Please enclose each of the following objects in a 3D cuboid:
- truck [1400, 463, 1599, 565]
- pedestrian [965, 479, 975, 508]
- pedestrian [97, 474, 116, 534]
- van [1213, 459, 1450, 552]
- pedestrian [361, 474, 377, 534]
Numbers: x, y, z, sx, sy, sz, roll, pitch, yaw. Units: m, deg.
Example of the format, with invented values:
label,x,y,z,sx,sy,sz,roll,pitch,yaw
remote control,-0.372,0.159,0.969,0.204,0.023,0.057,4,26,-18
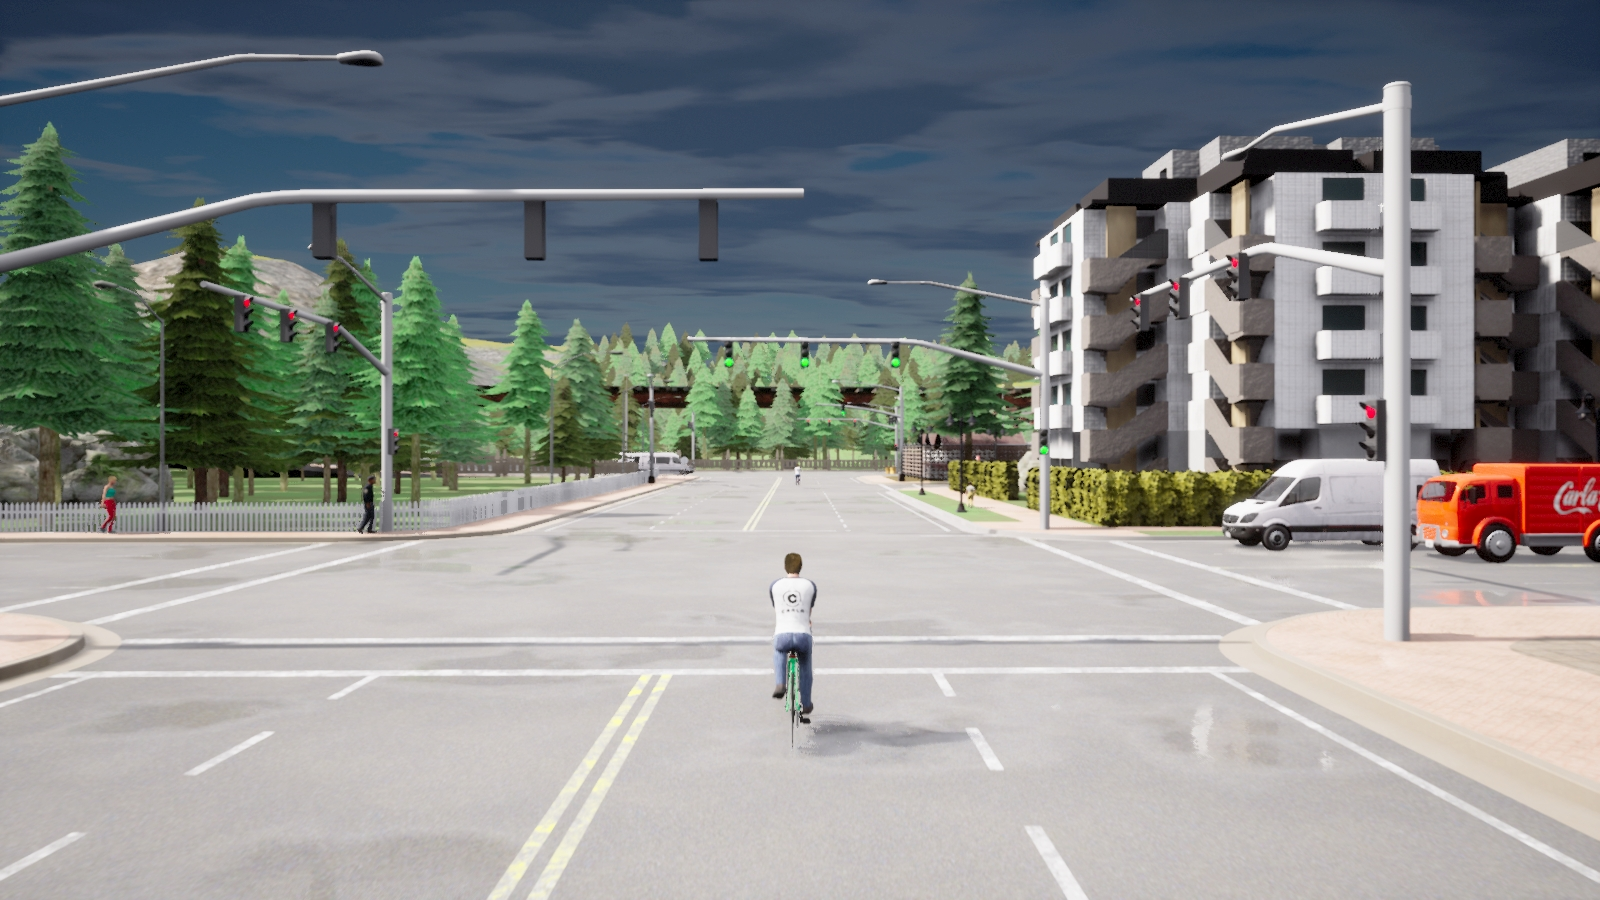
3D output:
label,x,y,z,sx,sy,sz,roll,pitch,yaw
truck,18.720,1.571,29.378,5.204,2.467,2.627,0,0,-2
pedestrian,7.720,1.983,51.897,0.375,1.300,0.375,0,0,2
pedestrian,-21.784,1.700,35.884,0.375,1.860,0.375,0,0,-1
van,15.132,1.538,32.728,5.915,2.561,1.988,0,0,-2
pedestrian,-13.548,1.701,35.931,0.375,1.860,0.375,0,0,-2
